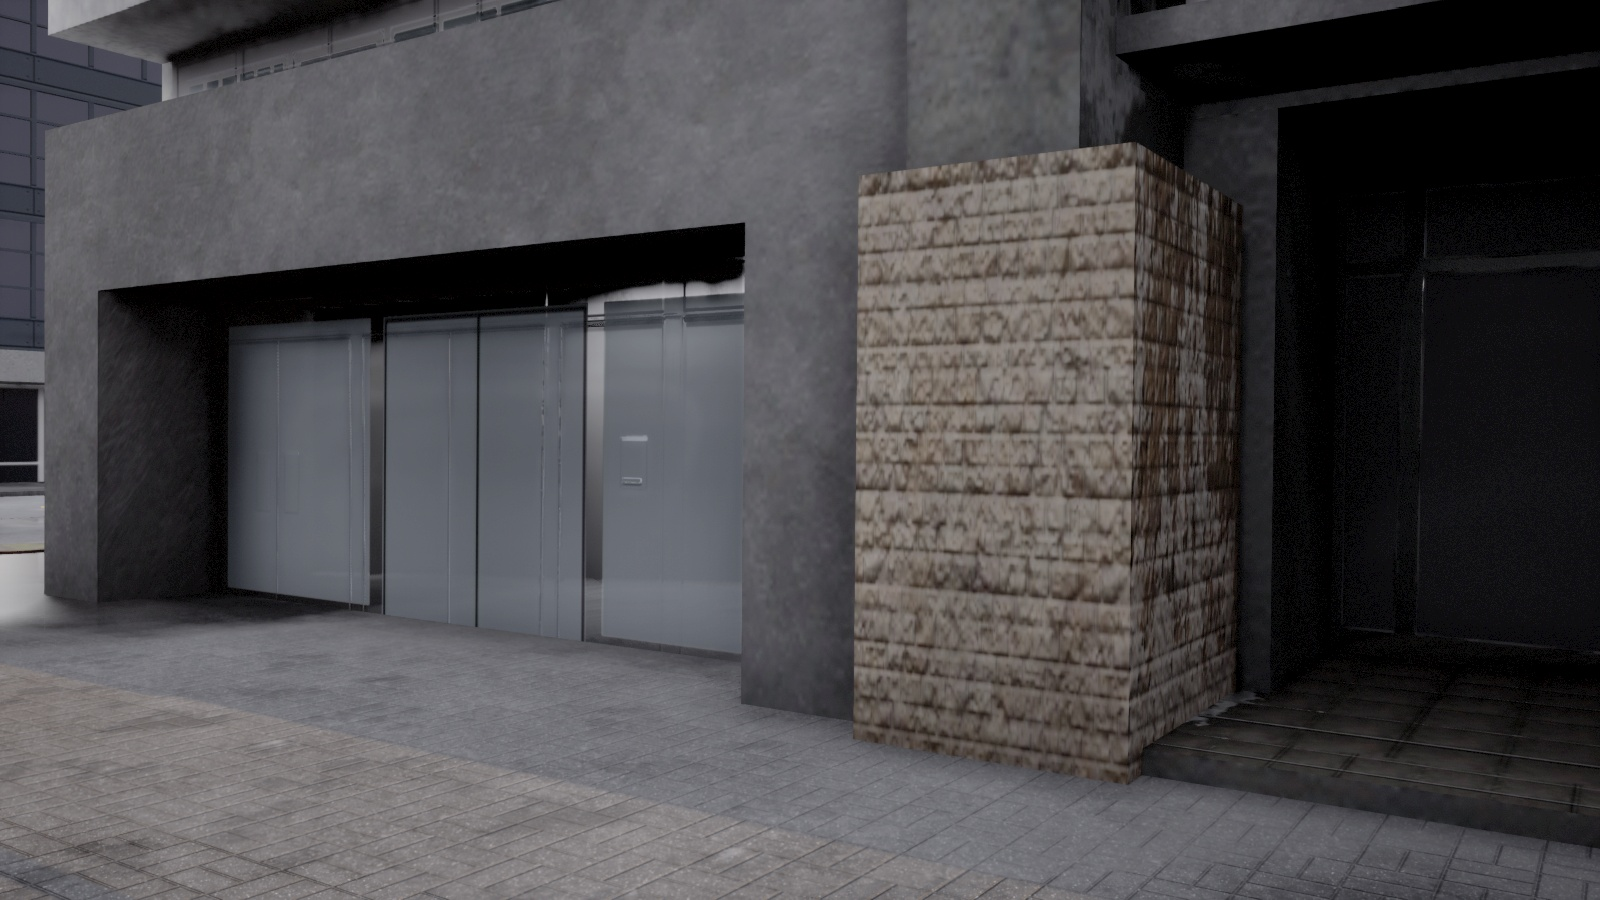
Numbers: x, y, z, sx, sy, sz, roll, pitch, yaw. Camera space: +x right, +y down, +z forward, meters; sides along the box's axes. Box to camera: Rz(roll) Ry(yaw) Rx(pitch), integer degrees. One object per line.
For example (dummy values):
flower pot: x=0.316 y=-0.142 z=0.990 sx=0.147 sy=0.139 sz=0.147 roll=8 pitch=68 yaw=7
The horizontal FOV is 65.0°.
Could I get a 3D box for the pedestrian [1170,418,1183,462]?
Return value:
pedestrian: x=15.997 y=-0.434 z=53.343 sx=0.345 sy=1.836 sz=0.594 roll=0 pitch=1 yaw=32
